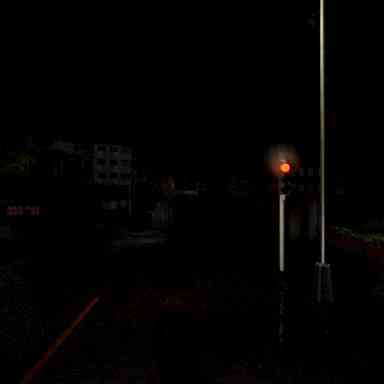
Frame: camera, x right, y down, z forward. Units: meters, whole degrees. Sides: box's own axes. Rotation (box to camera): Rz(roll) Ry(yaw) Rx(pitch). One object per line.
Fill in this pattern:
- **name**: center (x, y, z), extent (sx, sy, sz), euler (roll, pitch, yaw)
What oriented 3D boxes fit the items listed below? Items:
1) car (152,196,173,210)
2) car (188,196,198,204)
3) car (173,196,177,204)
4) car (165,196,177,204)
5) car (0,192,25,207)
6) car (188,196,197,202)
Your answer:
- **car**: center (-4.031, 1.490, 43.064), extent (2.128, 1.511, 4.902), euler (0, 0, 0)
- **car**: center (0.107, 1.545, 66.178), extent (2.033, 1.411, 5.357), euler (0, 0, 0)
- **car**: center (-4.008, 1.489, 53.028), extent (2.128, 1.511, 4.902), euler (0, 0, 0)
- **car**: center (-3.951, 1.475, 63.438), extent (1.882, 1.535, 5.008), euler (0, 0, 0)
- **car**: center (-19.702, 0.984, 34.984), extent (1.905, 1.878, 3.866), euler (0, 0, 35)
- **car**: center (0.124, 1.580, 76.773), extent (1.895, 1.301, 4.718), euler (0, 0, 0)
